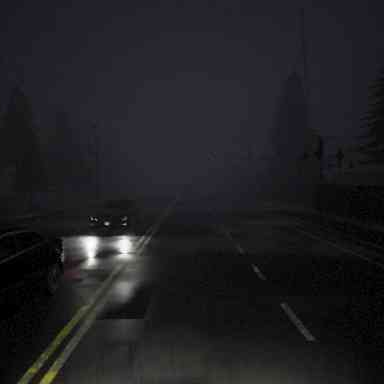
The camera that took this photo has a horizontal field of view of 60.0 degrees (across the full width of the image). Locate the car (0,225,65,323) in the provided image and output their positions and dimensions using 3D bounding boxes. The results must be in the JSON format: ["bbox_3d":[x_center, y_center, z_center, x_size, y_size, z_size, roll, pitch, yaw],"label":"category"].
[{"bbox_3d":[-3.641,1.358,5.270,2.128,1.511,4.902,0,1,0],"label":"car"}]

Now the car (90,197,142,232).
[{"bbox_3d":[-3.714,1.071,16.888,1.837,1.490,4.892,0,1,0],"label":"car"}]

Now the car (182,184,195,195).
[{"bbox_3d":[-0.817,-0.586,68.811,2.150,2.045,5.566,0,1,-8],"label":"car"}]
